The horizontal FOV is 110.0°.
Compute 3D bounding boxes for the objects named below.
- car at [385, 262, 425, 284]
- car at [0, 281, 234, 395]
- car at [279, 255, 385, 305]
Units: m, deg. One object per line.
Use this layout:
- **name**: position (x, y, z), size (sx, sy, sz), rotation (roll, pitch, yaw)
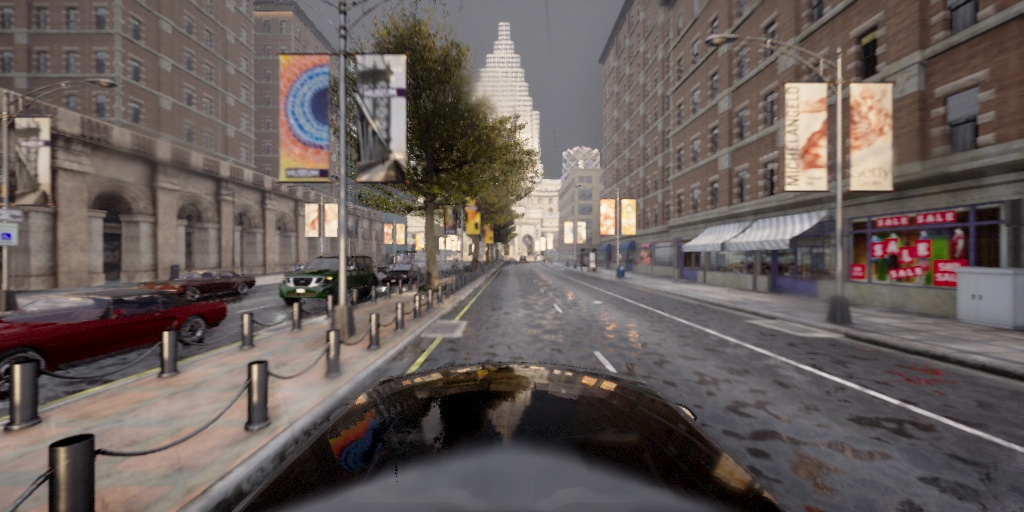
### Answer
- **car**: position (-7.999, 1.299, 27.008), size (2.033, 1.411, 5.357), rotation (0, 0, 0)
- **car**: position (-8.084, 1.352, 6.761), size (1.895, 1.301, 4.718), rotation (0, 0, 0)
- **car**: position (-8.021, 0.973, 16.401), size (2.150, 2.045, 5.566), rotation (0, 0, 0)
